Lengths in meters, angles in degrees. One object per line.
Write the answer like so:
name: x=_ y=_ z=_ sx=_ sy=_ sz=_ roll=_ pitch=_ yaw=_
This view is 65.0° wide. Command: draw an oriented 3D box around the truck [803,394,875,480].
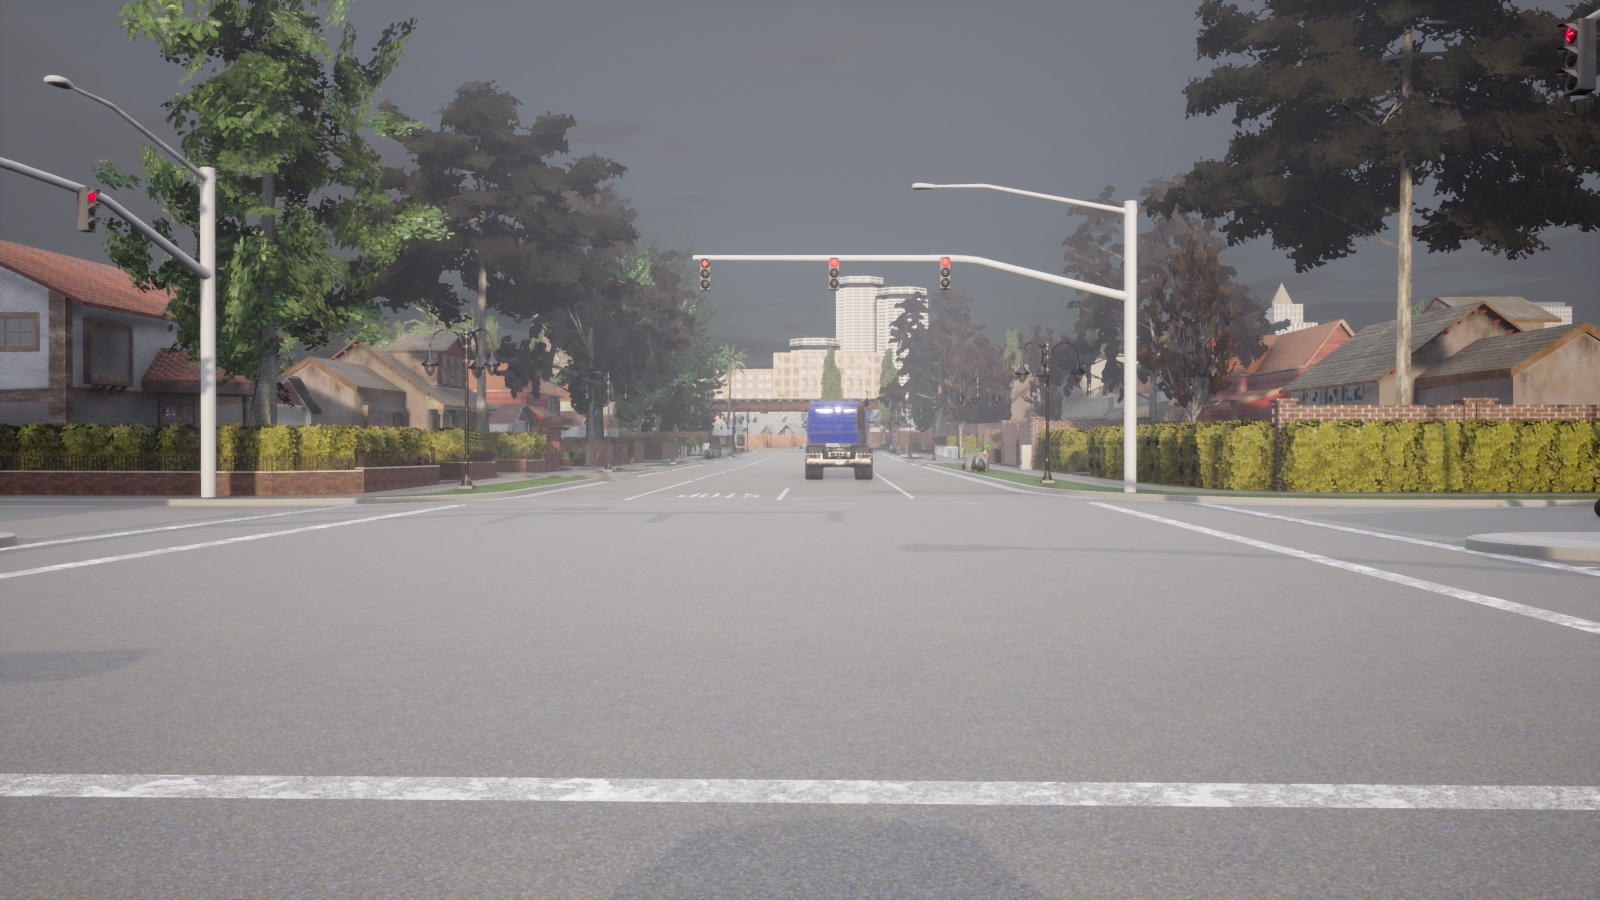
truck: x=1.663 y=-0.542 z=54.518 sx=2.891 sy=3.462 sz=7.936 roll=0 pitch=0 yaw=1

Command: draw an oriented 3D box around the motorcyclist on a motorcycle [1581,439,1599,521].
motorcyclist on a motorcycle: x=16.364 y=0.575 z=24.398 sx=1.817 sy=1.590 sz=0.866 roll=0 pitch=0 yaw=1
